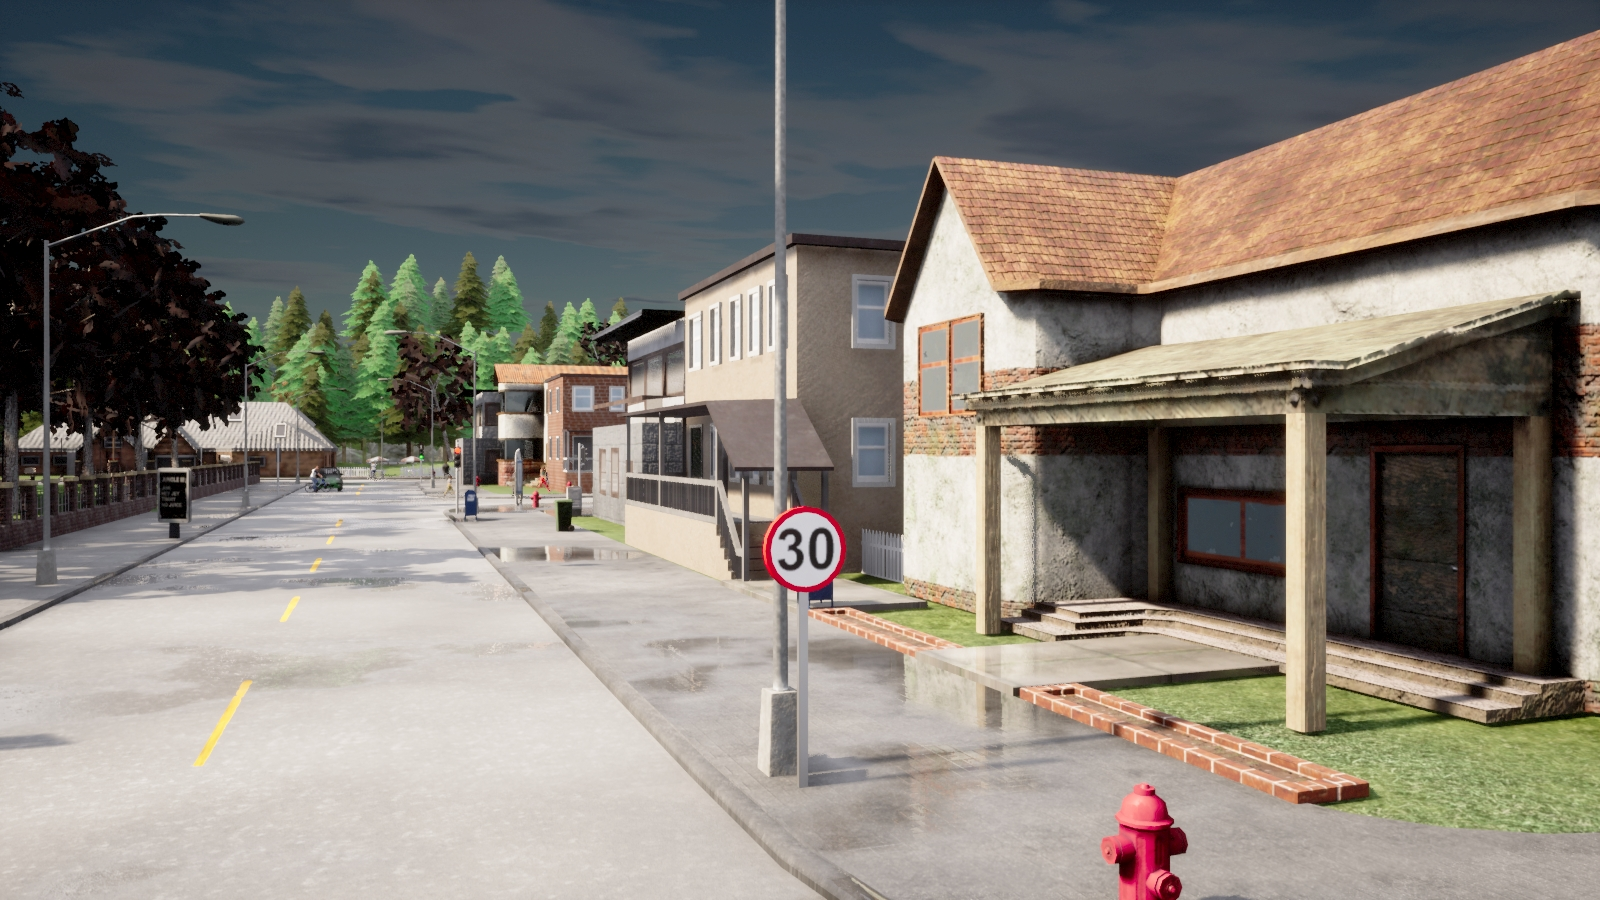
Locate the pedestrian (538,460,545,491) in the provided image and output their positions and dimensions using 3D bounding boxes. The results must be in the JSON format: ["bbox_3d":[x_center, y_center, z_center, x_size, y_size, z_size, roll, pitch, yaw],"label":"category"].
[{"bbox_3d":[-15.662,1.516,69.168,0.375,1.860,0.375,0,0,-4],"label":"pedestrian"}]

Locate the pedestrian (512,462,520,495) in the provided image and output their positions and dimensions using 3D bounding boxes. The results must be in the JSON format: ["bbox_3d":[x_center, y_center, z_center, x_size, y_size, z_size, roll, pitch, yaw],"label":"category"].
[{"bbox_3d":[-16.336,1.628,65.736,0.375,1.860,0.375,0,0,-34],"label":"pedestrian"}]

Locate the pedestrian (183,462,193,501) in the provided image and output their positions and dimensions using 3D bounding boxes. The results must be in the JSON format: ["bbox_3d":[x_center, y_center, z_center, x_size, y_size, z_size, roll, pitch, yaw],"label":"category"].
[{"bbox_3d":[-29.697,1.525,55.443,0.375,1.860,0.375,0,0,-20],"label":"pedestrian"}]

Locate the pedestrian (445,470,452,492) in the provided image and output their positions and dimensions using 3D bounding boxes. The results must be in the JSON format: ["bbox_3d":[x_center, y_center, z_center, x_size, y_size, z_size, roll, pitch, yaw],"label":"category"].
[{"bbox_3d":[-20.638,1.803,67.154,0.375,1.300,0.375,0,0,-16],"label":"pedestrian"}]
